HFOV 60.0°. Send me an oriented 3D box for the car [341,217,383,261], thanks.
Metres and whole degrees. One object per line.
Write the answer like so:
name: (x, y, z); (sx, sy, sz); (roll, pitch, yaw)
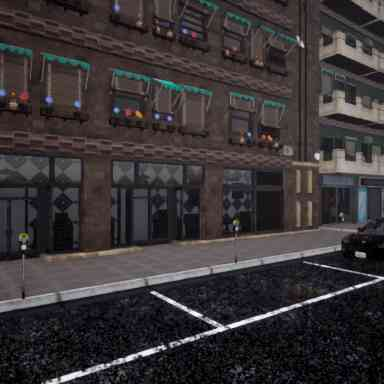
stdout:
car: (6.976, 1.565, 11.518); (4.313, 1.339, 1.947); (0, 0, -35)
